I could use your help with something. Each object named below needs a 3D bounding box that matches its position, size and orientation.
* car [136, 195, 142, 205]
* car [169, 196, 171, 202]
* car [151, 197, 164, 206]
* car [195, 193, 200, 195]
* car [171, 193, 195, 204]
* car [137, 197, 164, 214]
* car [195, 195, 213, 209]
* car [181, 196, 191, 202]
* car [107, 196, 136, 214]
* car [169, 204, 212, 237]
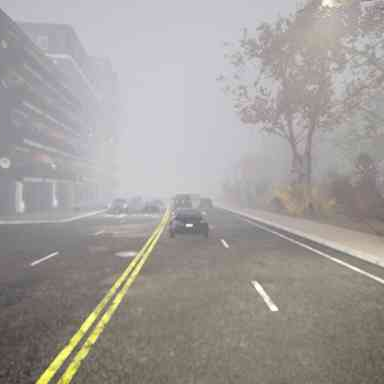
[{"bbox_3d":[-8.824,1.378,54.115,2.097,1.767,4.553,0,0,-4],"label":"car"},{"bbox_3d":[-4.298,1.495,75.662,1.882,1.535,5.008,0,0,-7],"label":"car"},{"bbox_3d":[-5.603,1.587,54.603,1.994,1.385,4.181,0,0,-4],"label":"car"},{"bbox_3d":[0.456,1.233,61.763,2.150,2.045,5.566,0,-1,-5],"label":"car"},{"bbox_3d":[-1.184,1.240,40.521,2.150,2.045,5.566,0,0,-3],"label":"car"},{"bbox_3d":[-4.352,1.585,35.479,1.994,1.385,4.181,0,0,-3],"label":"car"},{"bbox_3d":[1.732,1.523,45.721,1.837,1.490,4.892,0,0,-4],"label":"car"},{"bbox_3d":[-1.392,1.565,78.890,1.994,1.385,4.181,0,0,-7],"label":"car"},{"bbox_3d":[-7.597,1.375,35.283,2.097,1.767,4.553,0,0,-3],"label":"car"},{"bbox_3d":[-0.194,1.575,18.029,1.994,1.385,4.181,0,0,-2],"label":"car"}]
